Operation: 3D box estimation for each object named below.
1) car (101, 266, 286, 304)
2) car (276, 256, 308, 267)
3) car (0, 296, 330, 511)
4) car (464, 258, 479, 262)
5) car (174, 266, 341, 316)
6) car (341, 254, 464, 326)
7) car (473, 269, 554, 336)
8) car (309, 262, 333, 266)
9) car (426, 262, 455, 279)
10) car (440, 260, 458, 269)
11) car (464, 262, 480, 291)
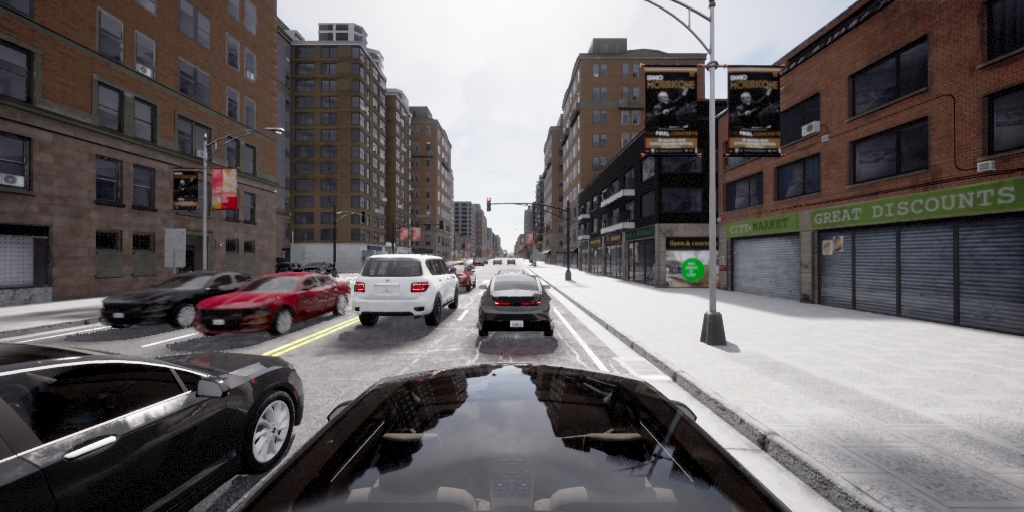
[{"bbox_3d":[-9.870,1.228,11.488,1.882,1.535,5.008,0,0,0],"label":"car"},{"bbox_3d":[-23.555,0.973,35.212,5.566,2.045,2.150,0,0,0],"label":"car"},{"bbox_3d":[-3.153,1.255,1.903,1.837,1.490,4.892,0,0,0],"label":"car"},{"bbox_3d":[-6.697,1.260,54.589,2.128,1.511,4.902,0,0,0],"label":"car"},{"bbox_3d":[-6.618,1.228,10.580,1.882,1.535,5.008,0,0,0],"label":"car"},{"bbox_3d":[-3.173,0.972,11.856,2.150,2.045,5.566,0,0,1],"label":"car"},{"bbox_3d":[0.085,1.256,10.348,1.837,1.490,4.892,0,0,0],"label":"car"},{"bbox_3d":[-22.227,1.346,40.689,4.313,1.339,1.948,0,0,0],"label":"car"},{"bbox_3d":[-6.666,1.283,33.864,1.812,1.442,4.674,0,0,0],"label":"car"},{"bbox_3d":[-9.949,1.336,56.884,1.994,1.385,4.181,0,0,0],"label":"car"},{"bbox_3d":[-3.248,1.279,21.556,1.812,1.442,4.674,0,0,0],"label":"car"}]
